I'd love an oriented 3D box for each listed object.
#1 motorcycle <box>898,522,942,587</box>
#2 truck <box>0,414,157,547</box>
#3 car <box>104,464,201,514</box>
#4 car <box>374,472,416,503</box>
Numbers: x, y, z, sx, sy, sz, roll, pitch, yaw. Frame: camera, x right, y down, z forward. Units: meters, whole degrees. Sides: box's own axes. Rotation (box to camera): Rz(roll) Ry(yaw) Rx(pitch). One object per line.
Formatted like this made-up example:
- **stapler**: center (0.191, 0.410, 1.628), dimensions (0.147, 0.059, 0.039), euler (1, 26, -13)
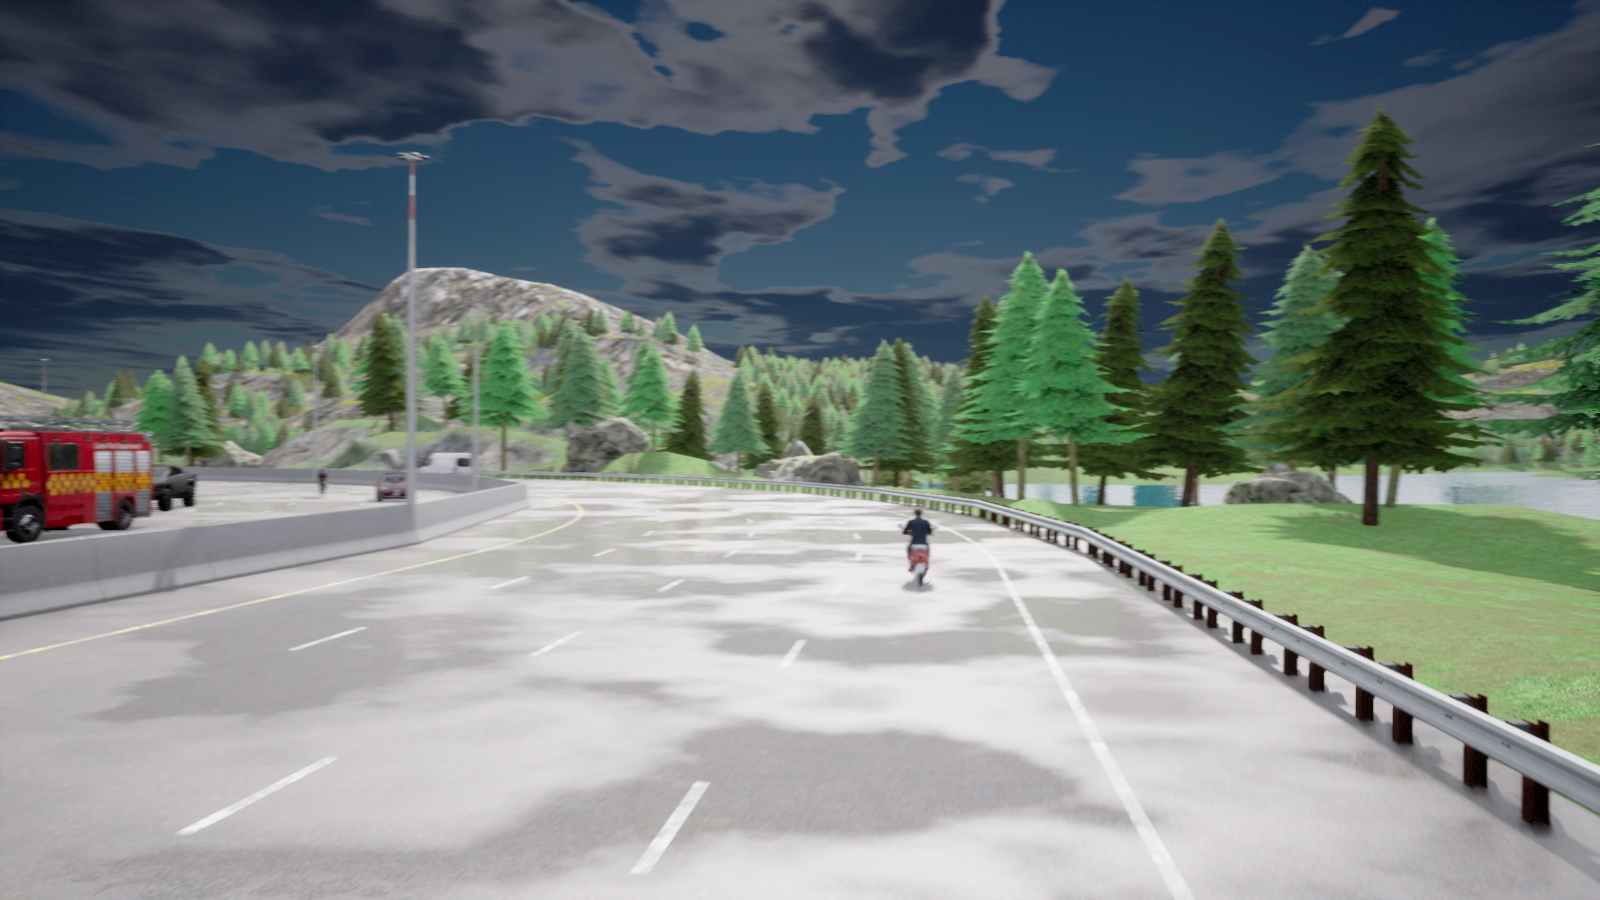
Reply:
- **motorcycle**: center (2.549, 2.208, 24.407), dimensions (0.856, 1.236, 1.805), euler (-1, 0, 4)
- **truck**: center (-24.511, 0.870, 36.848), dimensions (2.891, 3.827, 8.468), euler (0, 0, -1)
- **car**: center (-30.056, 1.734, 53.270), dimensions (2.390, 2.098, 6.274), euler (0, 0, -15)
- **car**: center (-22.379, 2.043, 63.046), dimensions (2.007, 1.525, 4.514), euler (0, 0, -22)
